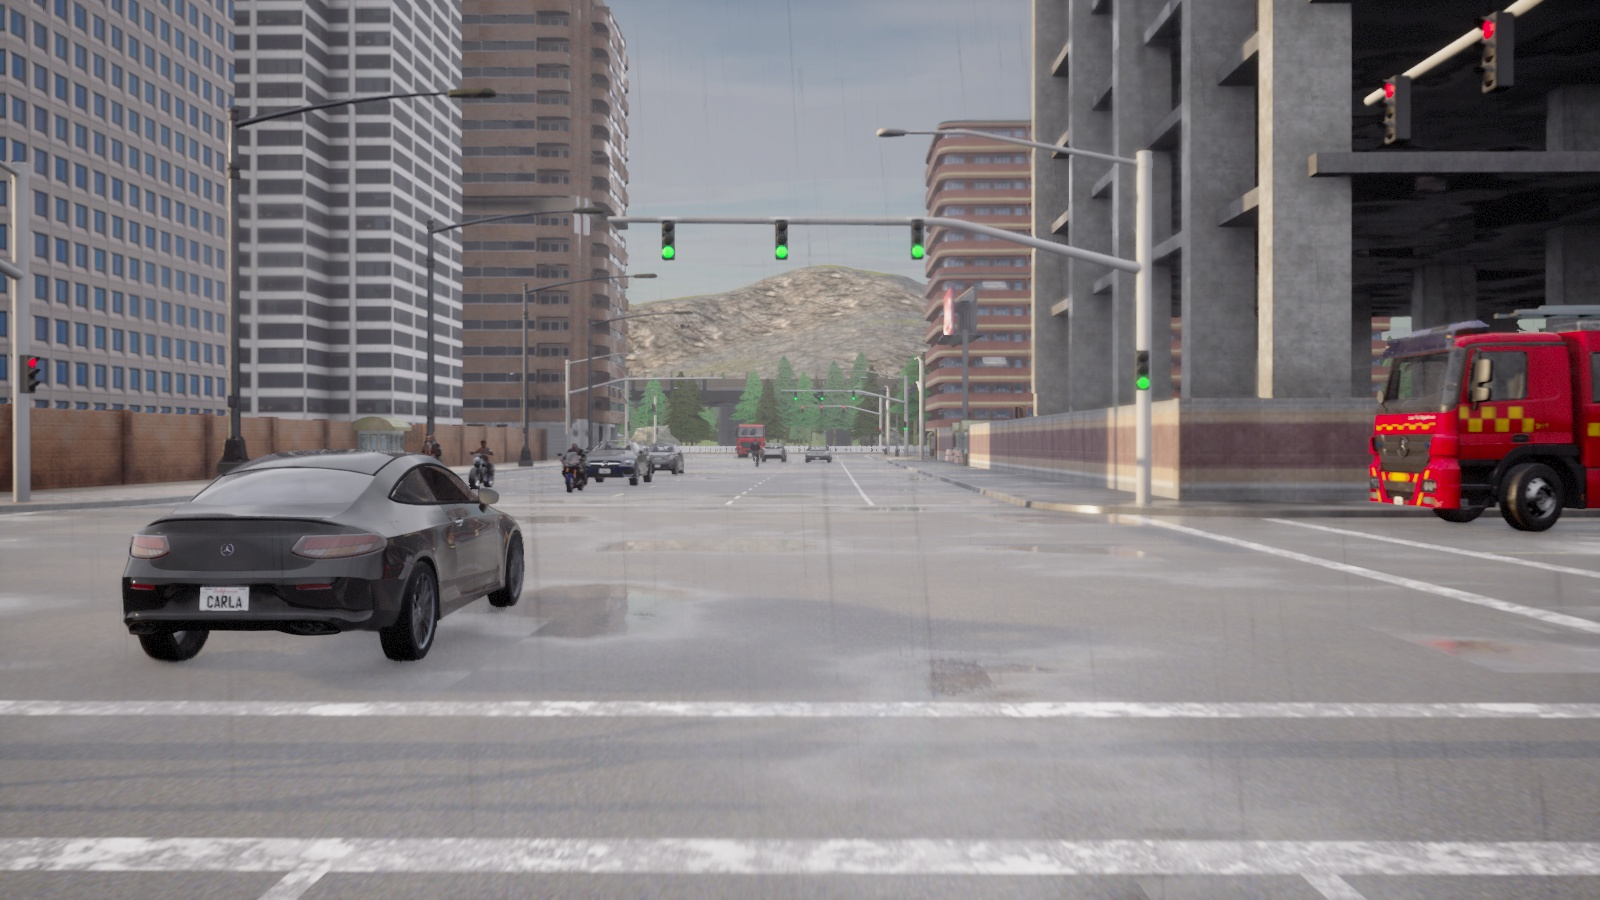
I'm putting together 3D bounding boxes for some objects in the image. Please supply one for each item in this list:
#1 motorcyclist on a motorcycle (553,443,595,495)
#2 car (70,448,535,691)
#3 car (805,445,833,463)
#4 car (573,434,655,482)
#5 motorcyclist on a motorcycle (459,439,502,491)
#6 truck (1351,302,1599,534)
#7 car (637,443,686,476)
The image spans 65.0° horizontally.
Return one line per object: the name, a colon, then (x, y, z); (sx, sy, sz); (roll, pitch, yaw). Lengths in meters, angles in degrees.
motorcyclist on a motorcycle: (-6.884, 0.560, 38.362); (0.866, 1.530, 2.191); (0, 0, 1)
car: (-3.478, 0.714, 9.873); (1.812, 1.442, 4.674); (0, 0, 0)
car: (1.464, 0.313, 94.908); (1.895, 1.301, 4.718); (0, 0, 4)
car: (-6.718, 0.261, 45.959); (2.152, 1.651, 5.027); (0, 0, 1)
motorcyclist on a motorcycle: (-10.335, 0.459, 40.684); (0.766, 1.649, 2.350); (0, 0, 1)
truck: (14.571, -0.531, 22.086); (8.468, 3.827, 2.891); (0, 0, 1)
car: (-6.438, 0.425, 58.647); (1.845, 1.501, 3.633); (0, 0, 1)
